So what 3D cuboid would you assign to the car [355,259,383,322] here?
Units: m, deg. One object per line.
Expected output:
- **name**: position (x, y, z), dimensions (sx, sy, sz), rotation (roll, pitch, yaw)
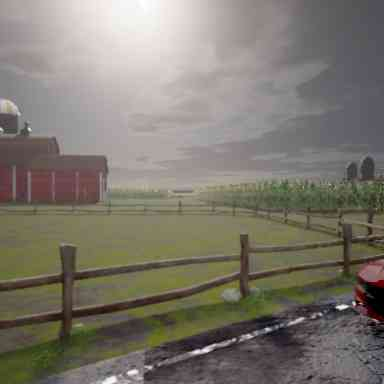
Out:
- **car**: position (5.180, 1.530, 6.356), dimensions (5.008, 1.535, 1.882), rotation (1, 0, -32)
